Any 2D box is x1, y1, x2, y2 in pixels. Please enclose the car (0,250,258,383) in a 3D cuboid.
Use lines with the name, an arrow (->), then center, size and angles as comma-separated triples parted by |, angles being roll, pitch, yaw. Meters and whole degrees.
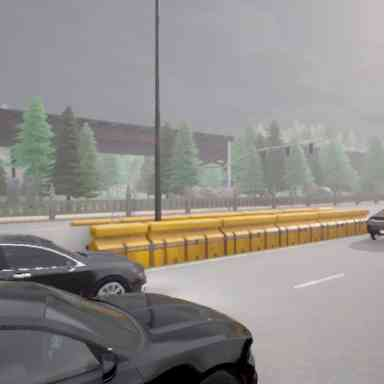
car -> -1.649, 1.478, 2.570 | 5.008, 1.535, 1.882 | 0, 0, -36

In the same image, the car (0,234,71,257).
car -> -3.154, 1.498, 5.796 | 4.892, 1.490, 1.837 | 1, -1, -36

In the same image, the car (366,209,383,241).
car -> 9.829, 1.420, 15.071 | 4.902, 1.511, 2.128 | 0, 0, -36
